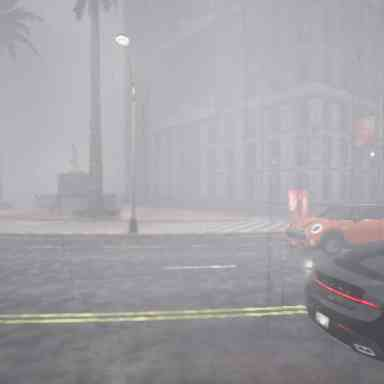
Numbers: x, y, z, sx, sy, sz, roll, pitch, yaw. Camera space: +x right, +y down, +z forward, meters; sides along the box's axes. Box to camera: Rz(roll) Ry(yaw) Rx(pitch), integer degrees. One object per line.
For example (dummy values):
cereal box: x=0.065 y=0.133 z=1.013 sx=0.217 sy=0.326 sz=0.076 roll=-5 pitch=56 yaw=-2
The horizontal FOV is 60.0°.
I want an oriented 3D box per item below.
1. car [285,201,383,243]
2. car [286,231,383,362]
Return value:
car: x=5.837 y=1.232 z=12.566 sx=4.553 sy=1.767 sz=2.097 roll=0 pitch=1 yaw=-15
car: x=4.129 y=1.460 z=4.888 sx=4.892 sy=1.490 sz=1.837 roll=0 pitch=1 yaw=-10
